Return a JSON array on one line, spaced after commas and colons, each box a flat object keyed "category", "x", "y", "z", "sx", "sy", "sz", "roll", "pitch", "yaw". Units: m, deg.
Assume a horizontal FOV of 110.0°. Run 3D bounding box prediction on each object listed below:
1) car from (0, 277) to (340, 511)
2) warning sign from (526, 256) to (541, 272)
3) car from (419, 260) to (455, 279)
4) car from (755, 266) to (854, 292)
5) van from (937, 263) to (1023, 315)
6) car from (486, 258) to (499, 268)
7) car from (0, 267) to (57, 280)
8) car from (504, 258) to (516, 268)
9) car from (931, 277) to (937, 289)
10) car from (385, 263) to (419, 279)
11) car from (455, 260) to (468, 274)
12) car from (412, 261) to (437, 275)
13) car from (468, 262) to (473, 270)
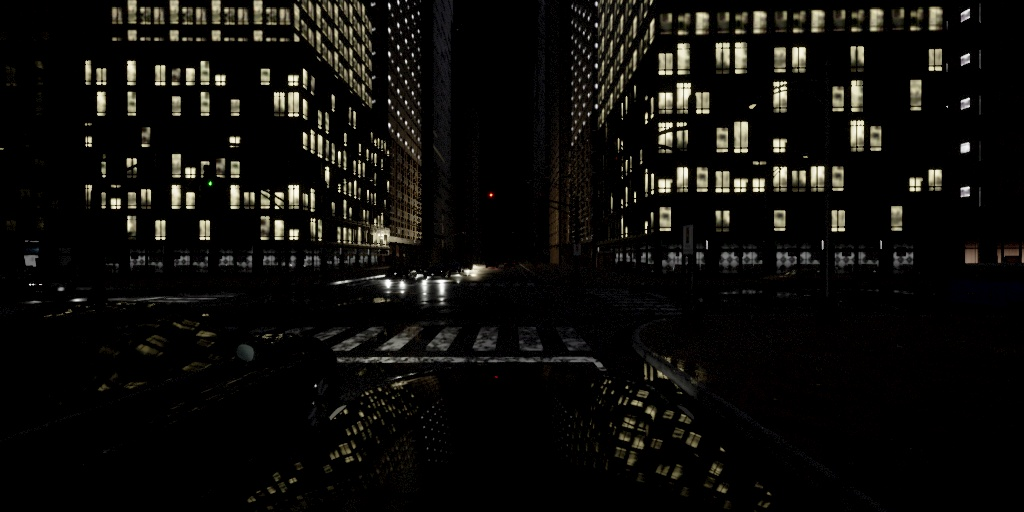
[{"category": "car", "x": -3.155, "y": 1.102, "z": 2.569, "sx": 2.097, "sy": 1.767, "sz": 4.553, "roll": 0, "pitch": 0, "yaw": 0}, {"category": "warning sign", "x": 2.600, "y": 0.910, "z": 40.844, "sx": 1.300, "sy": 1.860, "sz": 1.060, "roll": 0, "pitch": 0, "yaw": 0}, {"category": "car", "x": -6.798, "y": 1.305, "z": 32.963, "sx": 1.812, "sy": 1.442, "sz": 4.674, "roll": 0, "pitch": 0, "yaw": 0}, {"category": "car", "x": 16.966, "y": 1.293, "z": 20.949, "sx": 4.829, "sy": 1.417, "sz": 1.751, "roll": 0, "pitch": 0, "yaw": 2}, {"category": "van", "x": 18.289, "y": 1.119, "z": 12.786, "sx": 3.998, "sy": 1.789, "sz": 1.690, "roll": 0, "pitch": 0, "yaw": 2}, {"category": "car", "x": -3.541, "y": 1.214, "z": 63.660, "sx": 2.097, "sy": 1.767, "sz": 4.553, "roll": 0, "pitch": 0, "yaw": -1}, {"category": "car", "x": -23.088, "y": 1.250, "z": 16.399, "sx": 4.902, "sy": 1.511, "sz": 2.128, "roll": 0, "pitch": 0, "yaw": 0}, {"category": "car", "x": -0.397, "y": 1.426, "z": 63.840, "sx": 1.994, "sy": 1.385, "sz": 4.181, "roll": 0, "pitch": 0, "yaw": 0}, {"category": "car", "x": 26.803, "y": 1.357, "z": 20.528, "sx": 4.207, "sy": 1.307, "sz": 1.802, "roll": 0, "pitch": 0, "yaw": 2}, {"category": "car", "x": -10.049, "y": 1.343, "z": 32.807, "sx": 1.994, "sy": 1.385, "sz": 4.181, "roll": 0, "pitch": 0, "yaw": 0}, {"category": "car", "x": -6.862, "y": 1.277, "z": 42.837, "sx": 1.882, "sy": 1.535, "sz": 5.008, "roll": 0, "pitch": 0, "yaw": 0}, {"category": "car", "x": -10.098, "y": 1.360, "z": 41.715, "sx": 1.994, "sy": 1.385, "sz": 4.181, "roll": 0, "pitch": 0, "yaw": 0}, {"category": "car", "x": -6.913, "y": 1.390, "z": 52.816, "sx": 1.994, "sy": 1.385, "sz": 4.181, "roll": 0, "pitch": 0, "yaw": 0}]
